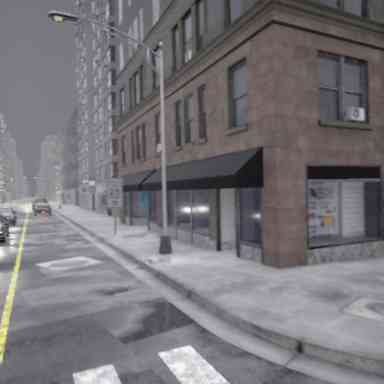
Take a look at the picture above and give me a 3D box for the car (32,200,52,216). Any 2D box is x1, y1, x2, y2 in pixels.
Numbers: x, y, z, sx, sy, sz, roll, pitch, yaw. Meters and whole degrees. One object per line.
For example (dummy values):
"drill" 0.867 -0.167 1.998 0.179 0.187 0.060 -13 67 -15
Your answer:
"car" -17.710 2.026 39.481 1.837 1.490 4.892 -1 0 -26

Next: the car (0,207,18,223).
"car" -15.087 1.961 26.686 1.812 1.442 4.674 -1 0 -26

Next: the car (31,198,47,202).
"car" -22.232 1.867 48.860 2.150 2.045 5.566 -1 0 -26

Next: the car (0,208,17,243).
"car" -10.729 1.856 17.606 2.033 1.411 5.357 -1 0 -25
